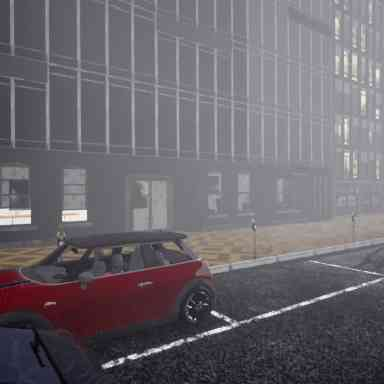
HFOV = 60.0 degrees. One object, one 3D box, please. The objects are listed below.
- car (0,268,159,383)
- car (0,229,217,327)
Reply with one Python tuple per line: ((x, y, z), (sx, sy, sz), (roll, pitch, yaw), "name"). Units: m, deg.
((-2.438, 1.564, 1.646), (4.181, 1.385, 1.994), (0, 0, -35), "car")
((-1.639, 1.440, 5.396), (4.097, 1.590, 1.967), (0, 0, -35), "car")
